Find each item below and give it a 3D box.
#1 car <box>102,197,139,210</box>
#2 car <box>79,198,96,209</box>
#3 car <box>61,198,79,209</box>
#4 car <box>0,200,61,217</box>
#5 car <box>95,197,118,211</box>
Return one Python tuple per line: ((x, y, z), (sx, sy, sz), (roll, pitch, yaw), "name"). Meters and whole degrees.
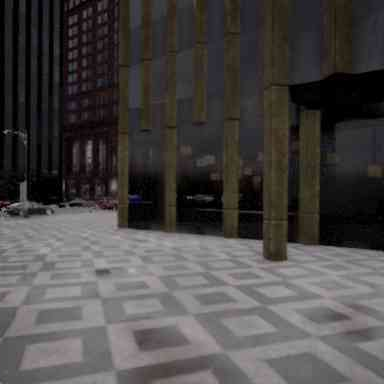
((-9.515, 1.506, 44.417), (1.837, 1.490, 4.892), (1, 1, 35), "car")
((-12.412, 1.435, 45.668), (1.882, 1.535, 5.008), (1, 1, 35), "car")
((-16.127, 1.491, 45.049), (1.947, 1.339, 4.313), (1, 1, 35), "car")
((-15.256, 1.612, 31.530), (2.008, 1.369, 4.403), (1, 1, 35), "car")
((-9.015, 1.586, 40.341), (1.887, 1.381, 4.507), (1, 1, 35), "car")
